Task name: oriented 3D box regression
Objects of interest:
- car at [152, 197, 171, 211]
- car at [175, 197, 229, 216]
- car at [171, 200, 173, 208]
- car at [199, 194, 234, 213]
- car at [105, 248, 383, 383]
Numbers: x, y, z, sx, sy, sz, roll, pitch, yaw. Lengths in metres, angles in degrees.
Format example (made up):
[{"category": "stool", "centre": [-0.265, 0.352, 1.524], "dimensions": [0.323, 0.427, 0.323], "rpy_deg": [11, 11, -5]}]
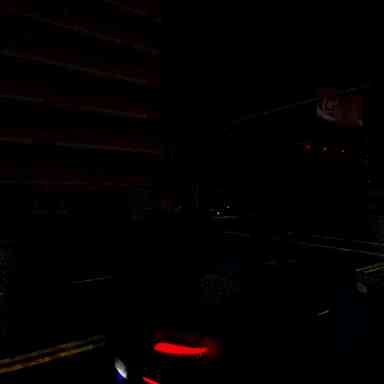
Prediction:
[{"category": "car", "centre": [-4.935, 1.352, 40.524], "dimensions": [2.097, 1.767, 4.553], "rpy_deg": [0, 0, -36]}, {"category": "car", "centre": [0.848, 1.547, 32.489], "dimensions": [2.033, 1.411, 5.357], "rpy_deg": [0, 0, -36]}, {"category": "car", "centre": [-3.703, 1.564, 44.817], "dimensions": [1.994, 1.385, 4.181], "rpy_deg": [0, 0, -35]}, {"category": "car", "centre": [2.148, 1.222, 36.675], "dimensions": [2.150, 2.045, 5.566], "rpy_deg": [0, 0, -36]}, {"category": "car", "centre": [1.180, 1.526, 4.581], "dimensions": [4.674, 1.442, 1.812], "rpy_deg": [0, 0, -36]}]
